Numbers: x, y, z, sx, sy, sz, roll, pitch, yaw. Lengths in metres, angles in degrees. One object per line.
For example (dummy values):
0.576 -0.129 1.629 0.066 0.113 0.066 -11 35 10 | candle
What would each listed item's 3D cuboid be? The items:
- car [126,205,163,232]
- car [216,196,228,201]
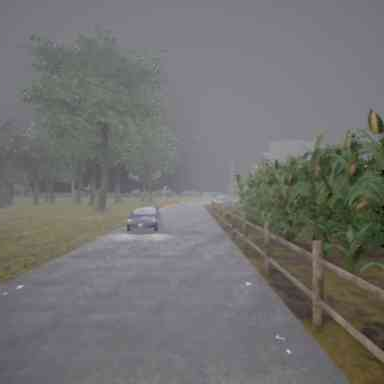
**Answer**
-2.844 1.590 20.824 1.812 1.442 4.674 0 0 0 | car
7.882 1.659 86.680 1.812 1.442 4.674 -1 0 33 | car
